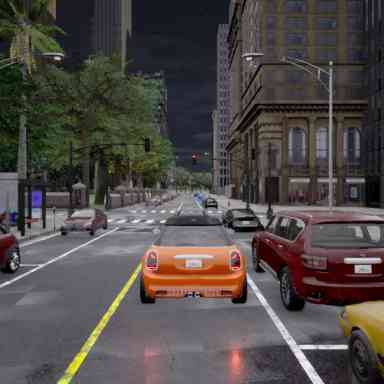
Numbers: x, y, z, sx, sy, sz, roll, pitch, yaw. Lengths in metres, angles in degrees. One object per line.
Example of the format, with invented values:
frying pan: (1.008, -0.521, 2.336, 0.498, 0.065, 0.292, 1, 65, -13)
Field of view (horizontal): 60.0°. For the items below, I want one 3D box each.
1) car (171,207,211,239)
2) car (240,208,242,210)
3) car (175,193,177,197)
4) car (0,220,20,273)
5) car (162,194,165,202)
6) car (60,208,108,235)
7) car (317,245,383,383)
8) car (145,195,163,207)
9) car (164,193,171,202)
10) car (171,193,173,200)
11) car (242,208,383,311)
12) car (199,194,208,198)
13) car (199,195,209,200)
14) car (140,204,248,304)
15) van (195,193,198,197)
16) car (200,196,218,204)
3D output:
car: (-0.030, 1.596, 18.145, 1.895, 1.301, 4.718, 0, 0, 0)
car: (2.668, 1.561, 18.555, 1.947, 1.339, 4.313, 0, 0, 0)
car: (-6.252, 1.234, 93.749, 2.192, 1.841, 5.009, 0, 0, 0)
car: (-5.801, 1.439, 7.676, 1.967, 1.590, 4.097, 0, 0, 0)
car: (-6.053, 1.410, 55.807, 1.967, 1.590, 4.097, 0, 0, 0)
car: (-5.857, 1.577, 18.528, 1.802, 1.307, 4.206, 0, 0, 0)
car: (2.753, 1.525, 2.450, 1.752, 1.417, 4.829, 0, 0, 0)
car: (-6.024, 1.526, 50.387, 2.008, 1.369, 4.403, 0, 0, 0)
car: (-6.138, 1.392, 72.068, 1.967, 1.590, 4.097, 0, 0, 0)
car: (-6.167, 1.260, 77.488, 2.192, 1.841, 5.009, 0, 0, 0)
car: (2.724, 1.314, 7.705, 2.192, 1.841, 5.009, 0, 0, 0)
car: (2.472, 1.496, 56.002, 1.752, 1.417, 4.829, 0, 0, 0)
car: (2.501, 1.541, 50.412, 1.947, 1.339, 4.313, 0, 0, 0)
car: (0.033, 1.351, 8.326, 2.097, 1.767, 4.553, 0, 0, 0)
van: (2.330, 1.278, 82.934, 1.690, 1.788, 3.998, 0, 0, 0)
car: (2.530, 1.545, 44.992, 1.947, 1.339, 4.313, 0, 0, 0)
